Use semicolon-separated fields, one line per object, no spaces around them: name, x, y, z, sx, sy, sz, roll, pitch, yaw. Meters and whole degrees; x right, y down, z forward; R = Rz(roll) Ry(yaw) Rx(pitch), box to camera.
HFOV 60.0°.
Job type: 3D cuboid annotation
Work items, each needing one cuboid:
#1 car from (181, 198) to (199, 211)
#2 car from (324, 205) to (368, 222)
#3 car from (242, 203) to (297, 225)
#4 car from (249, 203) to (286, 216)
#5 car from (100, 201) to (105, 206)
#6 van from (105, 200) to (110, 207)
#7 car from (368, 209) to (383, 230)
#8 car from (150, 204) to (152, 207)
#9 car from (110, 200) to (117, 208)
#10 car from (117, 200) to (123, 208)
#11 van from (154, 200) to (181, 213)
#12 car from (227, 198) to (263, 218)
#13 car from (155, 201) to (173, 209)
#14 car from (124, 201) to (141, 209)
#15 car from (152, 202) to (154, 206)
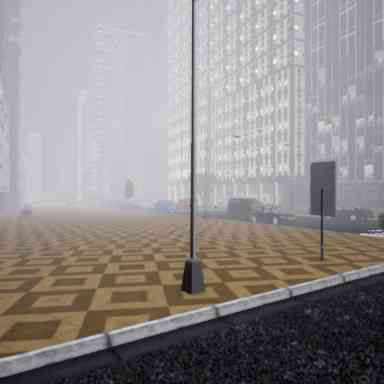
car;-0.805;2.000;53.912;2.150;2.045;5.566;0;-1;-25
car;13.809;1.838;29.638;2.008;1.369;4.403;-1;-1;-26
car;6.258;1.802;26.005;2.008;1.369;4.403;-1;-1;-26
car;8.932;2.051;39.775;1.947;1.339;4.313;-1;-1;-26
car;-23.005;3.036;86.822;1.887;1.381;4.507;-1;-1;-26
van;-18.132;2.619;76.688;1.690;1.788;3.998;-1;-1;-26
car;12.217;1.576;17.665;2.128;1.511;4.902;0;-1;-12
car;-8.138;2.789;75.251;1.802;1.307;4.206;-1;-1;-26
car;-15.690;2.716;71.618;1.887;1.381;4.507;-1;-1;-26
car;-13.179;2.587;66.398;1.752;1.417;4.829;-1;-1;-26
van;-3.501;1.992;46.281;1.690;1.788;3.998;-1;-1;-26
car;5.621;1.604;33.330;2.150;2.045;5.566;0;-1;-26
car;-5.446;2.479;63.476;1.837;1.490;4.892;0;-1;-26
car;-10.813;2.511;61.482;2.008;1.369;4.403;-1;-1;-26
car;-4.603;2.375;54.759;1.994;1.385;4.181;0;-1;-25
